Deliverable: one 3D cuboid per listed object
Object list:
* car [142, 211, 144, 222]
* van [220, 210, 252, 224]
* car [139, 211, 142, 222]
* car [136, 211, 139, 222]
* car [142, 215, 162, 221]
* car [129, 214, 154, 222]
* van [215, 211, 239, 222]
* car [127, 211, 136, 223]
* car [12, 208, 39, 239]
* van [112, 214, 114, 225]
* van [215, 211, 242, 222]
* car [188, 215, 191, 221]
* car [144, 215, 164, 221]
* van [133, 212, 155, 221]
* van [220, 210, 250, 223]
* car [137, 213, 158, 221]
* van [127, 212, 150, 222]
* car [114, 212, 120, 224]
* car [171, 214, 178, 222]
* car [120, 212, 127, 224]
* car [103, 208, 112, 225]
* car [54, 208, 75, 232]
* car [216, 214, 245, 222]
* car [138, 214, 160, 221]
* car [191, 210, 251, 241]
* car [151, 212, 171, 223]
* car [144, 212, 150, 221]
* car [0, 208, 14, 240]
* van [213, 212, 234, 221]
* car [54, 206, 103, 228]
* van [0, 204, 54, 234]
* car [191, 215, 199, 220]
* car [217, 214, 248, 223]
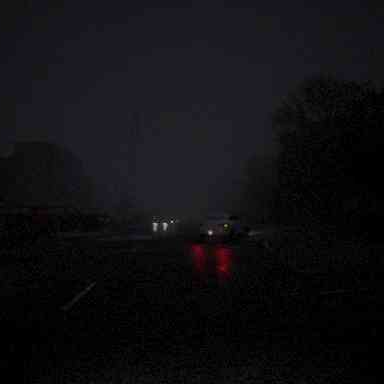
[{"bbox_3d":[-11.022,4.272,56.406,4.553,1.767,2.185,1,-5,-19],"label":"car"},{"bbox_3d":[6.645,3.726,50.183,4.442,1.987,1.878,2,-4,-19],"label":"van"},{"bbox_3d":[-11.015,4.186,53.473,4.892,1.521,2.231,1,-4,-19],"label":"car"},{"bbox_3d":[-11.026,4.004,50.552,4.792,1.488,2.163,1,-5,-19],"label":"car"},{"bbox_3d":[-10.602,6.817,88.580,4.892,1.521,2.231,1,-5,-19],"label":"car"},{"bbox_3d":[-10.801,5.478,71.025,5.008,1.535,2.097,1,-4,-19],"label":"car"},{"bbox_3d":[7.081,5.024,67.884,4.442,1.987,1.878,2,-5,-19],"label":"van"},{"bbox_3d":[-11.270,3.759,47.560,5.366,1.575,1.946,1,-4,-19],"label":"car"},{"bbox_3d":[-11.376,1.859,18.371,4.892,1.521,2.231,0,-3,-20],"label":"car"},{"bbox_3d":[-11.126,2.704,35.982,4.442,1.987,1.878,1,-5,-19],"label":"van"},{"bbox_3d":[6.791,4.580,61.928,4.442,1.987,1.878,2,-4,-19],"label":"van"},{"bbox_3d":[0.698,5.885,78.216,2.097,1.767,4.553,0,-4,1],"label":"car"},{"bbox_3d":[-10.692,7.258,94.360,5.366,1.575,1.946,1,-4,-19],"label":"car"},{"bbox_3d":[-10.666,5.475,74.010,4.442,1.987,1.878,1,-5,-19],"label":"van"},{"bbox_3d":[6.899,3.947,53.205,4.442,1.987,1.878,2,-5,-19],"label":"van"},{"bbox_3d":[-10.732,6.018,79.803,4.553,1.767,2.185,1,-5,-19],"label":"car"},{"bbox_3d":[-10.955,5.033,68.074,4.442,1.987,1.878,1,-4,-19],"label":"van"},{"bbox_3d":[-11.227,3.165,38.834,4.792,1.488,2.163,1,-4,-19],"label":"car"},{"bbox_3d":[-4.453,5.228,66.673,1.994,1.385,4.181,0,-4,1],"label":"car"},{"bbox_3d":[-11.342,3.340,41.714,5.366,1.575,1.946,1,-4,-19],"label":"car"},{"bbox_3d":[-11.087,2.717,33.057,5.366,1.575,1.946,1,-4,-19],"label":"car"},{"bbox_3d":[-11.324,2.143,24.209,4.892,1.521,2.231,0,-3,-20],"label":"car"},{"bbox_3d":[6.862,4.634,59.013,4.674,1.452,2.002,2,-4,-19],"label":"car"},{"bbox_3d":[-10.670,6.368,82.725,4.892,1.521,2.231,1,-5,-19],"label":"car"},{"bbox_3d":[1.878,1.931,19.191,1.812,1.442,4.674,-2,-3,24],"label":"car"},{"bbox_3d":[-4.708,4.036,51.084,1.837,1.490,4.892,0,-5,1],"label":"car"},{"bbox_3d":[-10.980,4.360,59.330,5.566,2.045,2.435,1,-4,-19],"label":"car"},{"bbox_3d":[-11.556,1.741,15.380,5.366,1.575,1.946,0,-2,-20],"label":"car"},{"bbox_3d":[7.186,5.688,76.695,4.442,1.987,1.878,2,-5,-19],"label":"van"},{"bbox_3d":[-11.266,2.260,30.093,5.566,2.045,2.435,1,-4,-20],"label":"car"},{"bbox_3d":[-11.464,1.764,21.262,4.442,1.987,1.878,0,-2,-20],"label":"van"},{"bbox_3d":[0.822,6.693,88.253,1.994,1.385,4.181,0,-4,1],"label":"car"},{"bbox_3d":[6.829,4.419,56.076,4.674,1.452,2.002,2,-4,-19],"label":"car"}]
